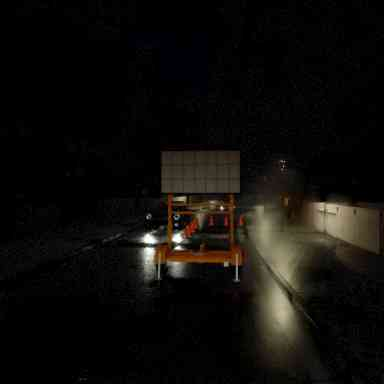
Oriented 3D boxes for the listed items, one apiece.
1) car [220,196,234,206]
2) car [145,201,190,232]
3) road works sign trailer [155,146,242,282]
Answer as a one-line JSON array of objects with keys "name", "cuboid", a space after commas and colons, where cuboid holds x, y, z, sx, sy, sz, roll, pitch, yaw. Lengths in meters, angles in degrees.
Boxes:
[{"name": "car", "cuboid": [5.940, 1.470, 55.978, 2.097, 1.767, 4.553, 0, 0, 11]}, {"name": "car", "cuboid": [-1.394, 1.380, 20.512, 2.097, 1.767, 4.553, 0, 0, 7]}, {"name": "road works sign trailer", "cuboid": [0.266, 0.471, 9.872, 2.380, 3.560, 2.880, 0, 0, 5]}]
